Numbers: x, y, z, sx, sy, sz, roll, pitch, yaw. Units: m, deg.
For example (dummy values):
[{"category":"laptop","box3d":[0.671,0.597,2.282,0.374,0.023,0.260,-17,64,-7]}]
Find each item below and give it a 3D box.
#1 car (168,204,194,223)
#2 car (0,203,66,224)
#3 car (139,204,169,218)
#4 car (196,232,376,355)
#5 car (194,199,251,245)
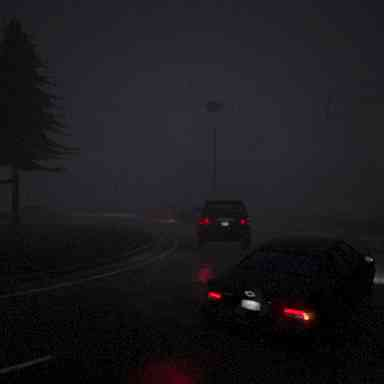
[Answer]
[{"category":"car","box3d":[0.390,1.736,25.787,1.994,1.385,4.181,0,-1,-39]},{"category":"car","box3d":[-12.666,1.683,26.455,5.008,1.535,1.882,0,-1,-10]},{"category":"car","box3d":[-2.833,1.824,32.355,4.718,1.301,1.895,0,0,26]},{"category":"car","box3d":[2.260,1.588,6.532,2.033,1.411,5.357,0,0,36]},{"category":"car","box3d":[1.291,1.322,15.280,2.150,2.045,5.566,1,0,1]}]
